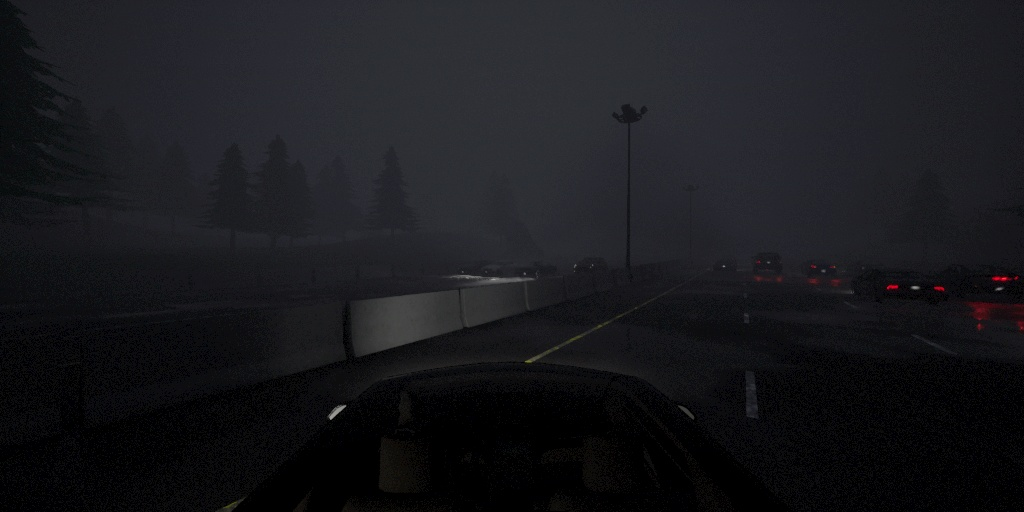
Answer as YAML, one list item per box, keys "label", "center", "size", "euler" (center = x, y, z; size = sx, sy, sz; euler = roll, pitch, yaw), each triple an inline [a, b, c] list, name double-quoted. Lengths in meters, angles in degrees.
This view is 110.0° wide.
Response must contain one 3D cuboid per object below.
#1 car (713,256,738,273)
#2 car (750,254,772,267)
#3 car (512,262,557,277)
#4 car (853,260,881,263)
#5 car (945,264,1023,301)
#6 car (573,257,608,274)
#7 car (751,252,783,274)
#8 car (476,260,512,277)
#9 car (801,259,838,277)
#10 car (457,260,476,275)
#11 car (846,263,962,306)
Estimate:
- label: "car"
  center: [21.989, 0.956, 37.039]
  size: [1.994, 1.385, 4.181]
  euler: [0, 1, 33]
- label: "car"
  center: [32.637, 0.583, 47.107]
  size: [2.128, 1.511, 4.902]
  euler: [0, 1, 32]
- label: "car"
  center: [2.299, 1.195, 32.617]
  size: [1.895, 1.301, 4.718]
  euler: [0, 1, 33]
- label: "car"
  center: [30.588, 1.007, 30.997]
  size: [1.895, 1.301, 4.718]
  euler: [0, 1, 33]
- label: "car"
  center: [21.529, 1.133, 16.915]
  size: [2.128, 1.511, 4.902]
  euler: [0, 1, 33]
- label: "car"
  center: [7.573, 0.895, 34.286]
  size: [2.097, 1.767, 4.553]
  euler: [0, 1, 33]
- label: "car"
  center: [24.564, 0.627, 34.568]
  size: [2.150, 2.045, 5.566]
  euler: [0, 1, 33]
- label: "car"
  center: [-1.023, 1.126, 33.928]
  size: [1.812, 1.442, 4.674]
  euler: [0, 1, 33]
- label: "car"
  center: [26.205, 0.976, 30.654]
  size: [1.812, 1.442, 4.674]
  euler: [0, 1, 33]
- label: "car"
  center: [-3.307, 1.132, 36.834]
  size: [2.033, 1.411, 5.357]
  euler: [0, 1, 33]
- label: "car"
  center: [16.483, 1.223, 15.540]
  size: [2.033, 1.411, 5.357]
  euler: [0, 1, 33]
